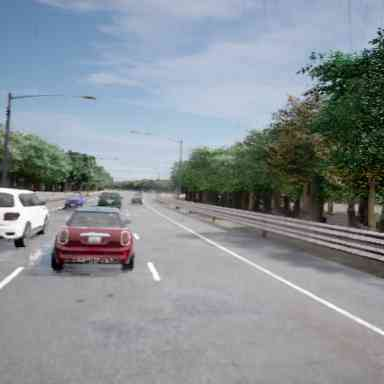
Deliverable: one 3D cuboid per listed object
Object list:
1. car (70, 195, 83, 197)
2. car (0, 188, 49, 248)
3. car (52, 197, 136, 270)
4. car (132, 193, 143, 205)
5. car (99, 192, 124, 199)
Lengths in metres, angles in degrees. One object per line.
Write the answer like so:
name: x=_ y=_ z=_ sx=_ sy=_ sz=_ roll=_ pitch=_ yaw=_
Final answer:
car: x=-11.881 y=1.078 z=34.173 sx=1.812 sy=1.442 sz=4.674 roll=4 pitch=0 yaw=-12
car: x=-7.140 y=0.875 z=12.953 sx=2.150 sy=2.045 sz=5.566 roll=4 pitch=0 yaw=-13
car: x=-3.011 y=1.237 z=10.685 sx=2.097 sy=1.767 sz=4.553 roll=4 pitch=-1 yaw=-13
car: x=-9.653 y=1.386 z=58.259 sx=2.128 sy=1.511 sz=4.902 roll=4 pitch=0 yaw=-11
car: x=-7.932 y=0.998 z=32.459 sx=2.150 sy=2.045 sz=5.566 roll=4 pitch=0 yaw=-12
